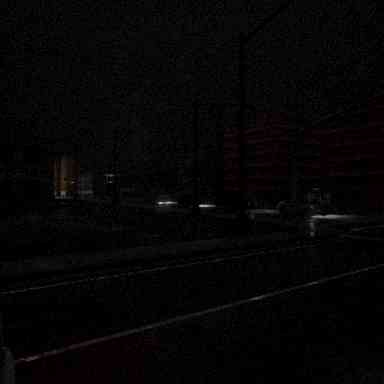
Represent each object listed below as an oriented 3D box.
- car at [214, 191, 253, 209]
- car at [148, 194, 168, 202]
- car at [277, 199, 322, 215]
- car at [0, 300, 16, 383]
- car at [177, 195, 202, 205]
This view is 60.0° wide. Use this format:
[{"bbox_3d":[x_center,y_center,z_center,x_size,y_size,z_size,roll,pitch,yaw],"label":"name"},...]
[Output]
[{"bbox_3d":[4.972,0.950,40.670,2.150,2.045,5.566,0,1,-35],"label":"car"},{"bbox_3d":[-5.832,0.956,56.465,1.994,1.385,4.181,0,1,-34],"label":"car"},{"bbox_3d":[10.446,1.393,32.665,1.812,1.442,4.674,0,1,-34],"label":"car"},{"bbox_3d":[-3.814,1.221,1.263,5.566,2.045,2.150,0,0,-36],"label":"car"},{"bbox_3d":[-0.379,1.126,48.481,1.994,1.385,4.181,0,1,-34],"label":"car"}]
